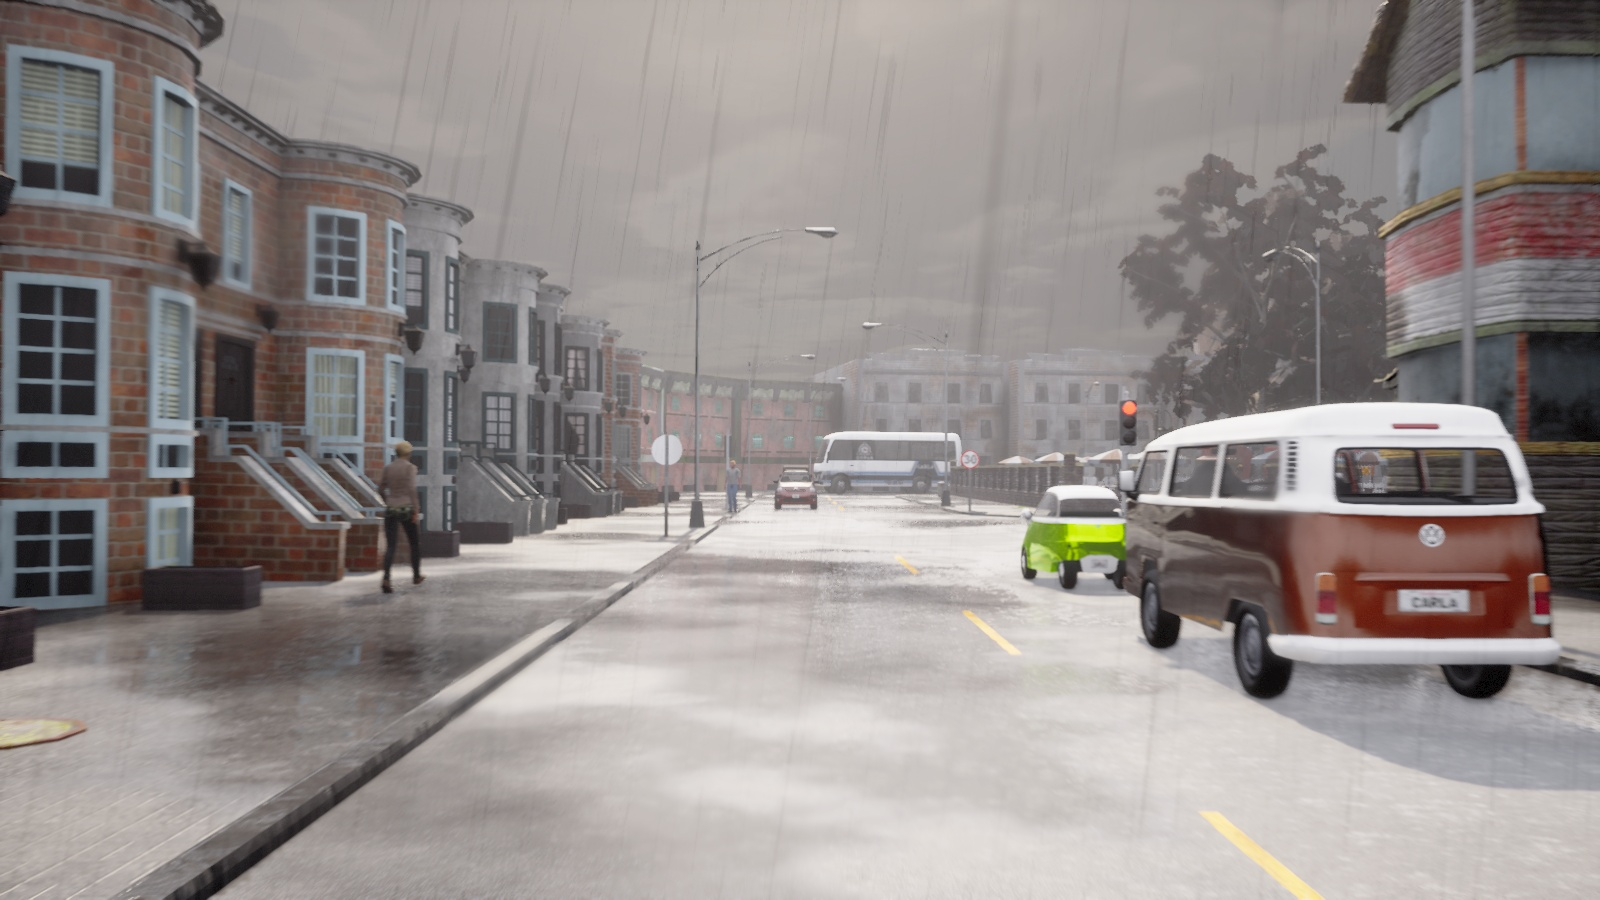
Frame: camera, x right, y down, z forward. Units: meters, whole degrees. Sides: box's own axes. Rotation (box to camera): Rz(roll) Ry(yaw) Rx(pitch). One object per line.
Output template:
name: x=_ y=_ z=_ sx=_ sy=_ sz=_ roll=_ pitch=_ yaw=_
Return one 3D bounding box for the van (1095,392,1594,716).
van: x=3.974 y=0.693 z=10.194 sx=2.069 sy=2.038 sz=4.480 roll=0 pitch=-1 yaw=0

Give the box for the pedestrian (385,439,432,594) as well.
pedestrian: x=-4.760 y=0.799 z=15.291 sx=0.331 sy=1.846 sz=0.634 roll=0 pitch=-1 yaw=5

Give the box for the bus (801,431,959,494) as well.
bus: x=5.477 y=0.861 z=86.799 sx=10.273 sy=4.253 sz=3.944 roll=0 pitch=-1 yaw=-9

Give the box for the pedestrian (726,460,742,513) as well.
pedestrian: x=-2.331 y=1.274 z=44.303 sx=0.354 sy=1.836 sz=0.706 roll=-1 pitch=-1 yaw=17

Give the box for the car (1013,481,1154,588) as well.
car: x=3.954 y=1.151 z=17.795 sx=1.481 sy=1.376 sz=2.207 roll=0 pitch=-1 yaw=0

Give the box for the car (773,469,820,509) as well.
car: x=-0.148 y=1.585 z=52.113 sx=1.851 sy=1.617 sz=3.988 roll=0 pitch=-1 yaw=0
